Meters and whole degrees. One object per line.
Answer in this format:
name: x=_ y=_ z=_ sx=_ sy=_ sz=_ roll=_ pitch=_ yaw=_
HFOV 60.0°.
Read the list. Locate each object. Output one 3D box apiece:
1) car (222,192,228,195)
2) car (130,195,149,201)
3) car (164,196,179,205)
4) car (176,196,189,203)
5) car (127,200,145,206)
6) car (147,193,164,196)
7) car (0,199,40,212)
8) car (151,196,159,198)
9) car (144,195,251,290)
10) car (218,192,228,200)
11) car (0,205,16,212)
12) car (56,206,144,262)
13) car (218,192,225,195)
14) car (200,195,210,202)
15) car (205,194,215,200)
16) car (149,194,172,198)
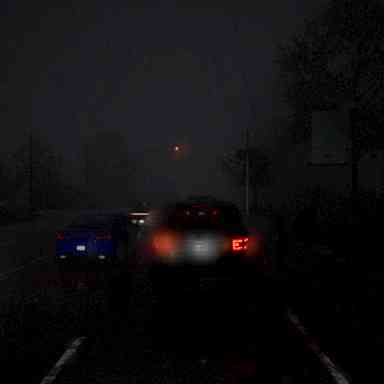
car: x=6.611 y=1.350 z=78.457 sx=2.097 sy=1.767 sz=4.553 roll=0 pitch=0 yaw=10
car: x=-8.017 y=1.564 z=48.515 sx=1.994 sy=1.385 sz=4.181 roll=0 pitch=0 yaw=6
car: x=-3.449 y=1.526 z=57.907 sx=1.812 sy=1.442 sz=4.674 roll=0 pitch=0 yaw=7
car: x=-1.937 y=1.564 z=68.986 sx=1.994 sy=1.385 sz=4.181 roll=0 pitch=0 yaw=8
car: x=-2.806 y=1.491 z=21.657 sx=2.128 sy=1.511 sz=4.902 roll=0 pitch=0 yaw=2
car: x=-6.945 y=1.222 z=58.192 sx=2.150 sy=2.045 sz=5.566 roll=0 pitch=0 yaw=7
car: x=-19.750 y=1.526 z=37.847 sx=4.674 sy=1.442 sz=1.812 roll=0 pitch=0 yaw=7
car: x=-2.100 y=1.547 z=40.611 sx=2.033 sy=1.411 sz=5.357 roll=0 pitch=0 yaw=43
car: x=0.254 y=1.221 z=9.228 sx=2.150 sy=2.045 sz=5.566 roll=0 pitch=0 yaw=1
car: x=8.399 y=1.093 z=88.623 sx=2.150 sy=2.045 sz=5.566 roll=0 pitch=0 yaw=11
car: x=-3.362 y=1.221 z=1.488 sx=2.150 sy=2.045 sz=5.566 roll=0 pitch=0 yaw=0
car: x=-3.169 y=1.478 z=12.166 sx=1.882 sy=1.535 sz=5.008 roll=0 pitch=0 yaw=2
car: x=0.596 y=1.221 z=19.560 sx=2.150 sy=2.045 sz=5.566 roll=0 pitch=0 yaw=2
car: x=3.156 y=1.518 z=79.013 sx=1.812 sy=1.442 sz=4.674 roll=0 pitch=0 yaw=10
car: x=4.873 y=1.390 z=88.815 sx=2.033 sy=1.411 sz=5.357 roll=0 pitch=0 yaw=11
car: x=-4.486 y=1.477 z=48.648 sx=1.882 sy=1.535 sz=5.008 roll=0 pitch=0 yaw=6
